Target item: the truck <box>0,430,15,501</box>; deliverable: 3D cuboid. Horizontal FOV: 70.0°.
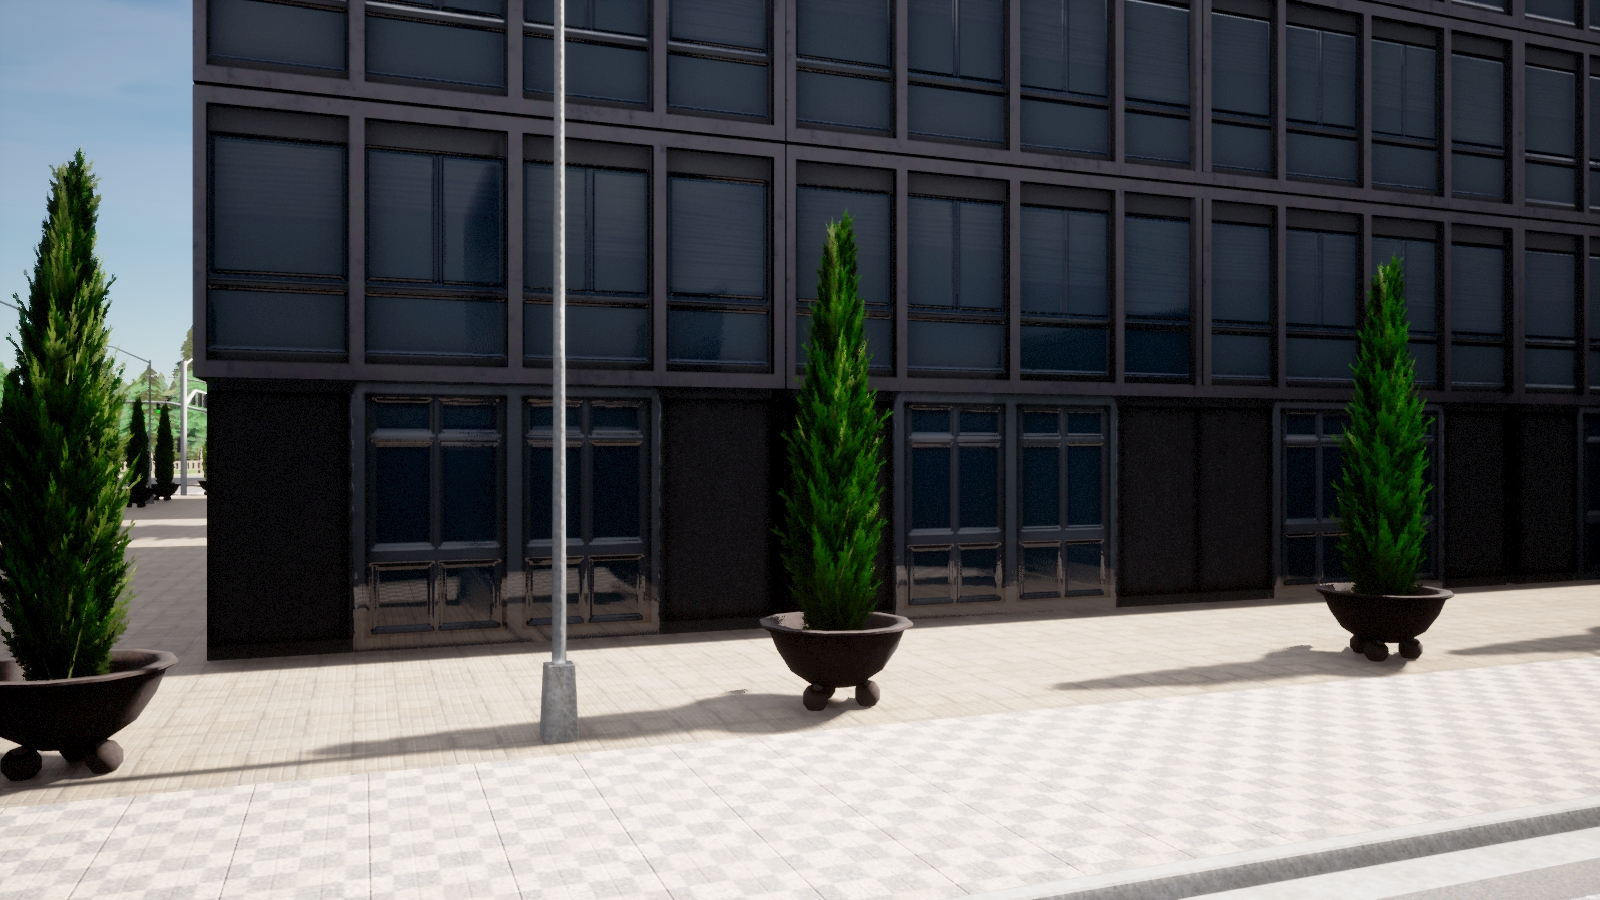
[{"bbox_3d":[-44.055,0.835,59.838,2.891,3.827,8.468,0,0,-21],"label":"truck"}]
